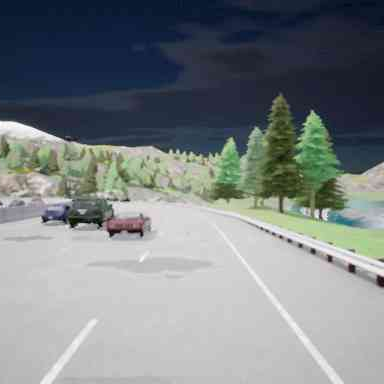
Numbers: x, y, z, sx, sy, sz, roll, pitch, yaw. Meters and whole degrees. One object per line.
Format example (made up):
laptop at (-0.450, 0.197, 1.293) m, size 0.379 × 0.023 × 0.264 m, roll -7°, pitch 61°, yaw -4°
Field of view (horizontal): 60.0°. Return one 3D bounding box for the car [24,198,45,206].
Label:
car at (-26.050, 1.847, 55.854) m, size 2.097 × 1.767 × 4.553 m, roll 0°, pitch -1°, yaw -14°

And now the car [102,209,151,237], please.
car at (-3.432, 1.770, 19.005) m, size 1.895 × 1.301 × 4.718 m, roll 0°, pitch 0°, yaw -1°

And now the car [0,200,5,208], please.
car at (-33.559, 2.018, 56.825) m, size 1.812 × 1.442 × 4.674 m, roll 0°, pitch 0°, yaw -15°

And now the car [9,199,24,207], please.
car at (-30.216, 2.017, 57.806) m, size 2.128 × 1.511 × 4.902 m, roll 0°, pitch -1°, yaw -15°

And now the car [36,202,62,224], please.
car at (-10.715, 1.767, 27.177) m, size 1.812 × 1.442 × 4.674 m, roll 0°, pitch 0°, yaw -3°

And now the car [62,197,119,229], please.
car at (-7.023, 1.434, 23.687) m, size 2.150 × 2.045 × 5.566 m, roll 0°, pitch 0°, yaw -2°
